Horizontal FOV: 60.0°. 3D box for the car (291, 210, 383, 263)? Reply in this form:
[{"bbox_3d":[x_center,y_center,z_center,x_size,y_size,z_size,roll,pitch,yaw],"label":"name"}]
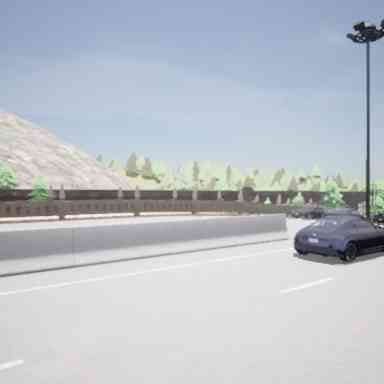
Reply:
[{"bbox_3d":[5.602,1.556,12.037,4.181,1.385,1.994,0,0,-35],"label":"car"}]

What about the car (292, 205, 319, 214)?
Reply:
[{"bbox_3d":[12.273,2.143,34.212,4.892,1.490,1.837,5,-3,-35],"label":"car"}]

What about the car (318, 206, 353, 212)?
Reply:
[{"bbox_3d":[14.267,2.200,31.334,4.181,1.385,1.994,5,-3,-35],"label":"car"}]
